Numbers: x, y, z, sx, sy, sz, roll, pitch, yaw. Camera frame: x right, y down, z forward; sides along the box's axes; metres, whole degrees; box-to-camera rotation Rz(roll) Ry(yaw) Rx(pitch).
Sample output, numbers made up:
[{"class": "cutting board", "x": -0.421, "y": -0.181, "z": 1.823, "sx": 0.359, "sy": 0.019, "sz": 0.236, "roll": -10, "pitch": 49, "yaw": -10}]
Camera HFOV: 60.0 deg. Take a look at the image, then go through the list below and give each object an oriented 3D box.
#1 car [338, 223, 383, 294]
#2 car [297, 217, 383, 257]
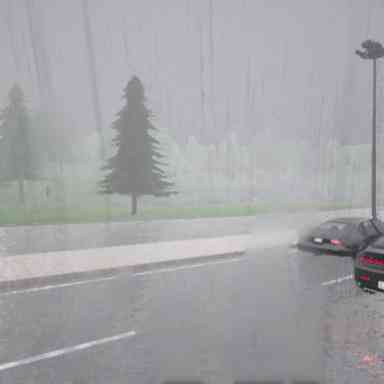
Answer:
[{"class": "car", "x": 5.726, "y": 1.595, "z": 7.830, "sx": 4.892, "sy": 1.490, "sz": 1.837, "roll": 1, "pitch": 0, "yaw": -35}, {"class": "car", "x": 6.225, "y": 1.668, "z": 12.484, "sx": 5.357, "sy": 1.411, "sz": 2.033, "roll": 1, "pitch": 0, "yaw": -36}]
